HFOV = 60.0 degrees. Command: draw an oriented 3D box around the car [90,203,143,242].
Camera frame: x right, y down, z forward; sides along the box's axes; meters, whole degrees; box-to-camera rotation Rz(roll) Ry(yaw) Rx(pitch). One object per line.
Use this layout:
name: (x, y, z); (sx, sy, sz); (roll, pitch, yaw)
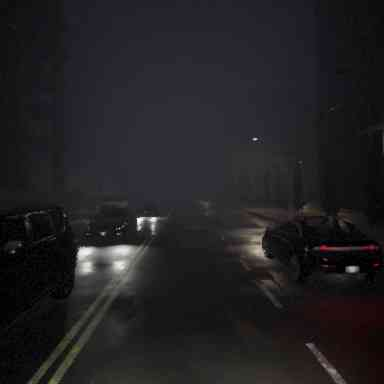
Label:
car: (-3.887, 1.538, 16.778); (1.837, 1.490, 4.892); (-1, 0, -1)

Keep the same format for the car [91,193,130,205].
car: (-7.650, 1.289, 32.348); (2.150, 2.045, 5.566); (-1, 0, -1)

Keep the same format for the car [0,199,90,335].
car: (-3.673, 1.272, 5.576); (2.150, 2.045, 5.566); (-1, 0, -1)

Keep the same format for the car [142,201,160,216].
car: (-4.139, 1.574, 31.623); (1.994, 1.385, 4.181); (-1, 0, -1)

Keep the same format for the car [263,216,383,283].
car: (3.344, 1.418, 9.455); (2.128, 1.511, 4.902); (-1, 0, -1)

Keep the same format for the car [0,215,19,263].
car: (-7.252, 1.606, 9.799); (1.837, 1.490, 4.892); (-1, 0, -1)
